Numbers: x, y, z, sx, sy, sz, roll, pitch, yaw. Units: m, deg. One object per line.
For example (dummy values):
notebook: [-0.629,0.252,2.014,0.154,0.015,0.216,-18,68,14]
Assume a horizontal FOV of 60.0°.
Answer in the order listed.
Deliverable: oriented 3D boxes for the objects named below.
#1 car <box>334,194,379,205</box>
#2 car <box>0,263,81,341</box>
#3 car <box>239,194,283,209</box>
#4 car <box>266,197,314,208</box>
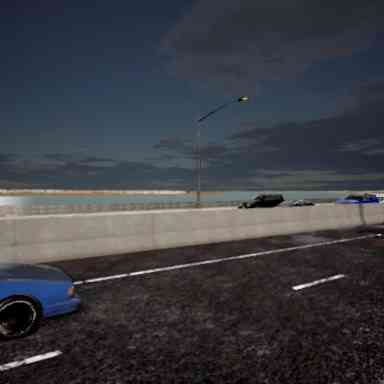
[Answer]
car: [16.184,1.173,32.642,5.566,2.045,2.150,0,0,-35]
car: [-4.520,1.569,4.804,5.357,1.411,2.033,0,0,-36]
car: [7.501,1.211,35.096,5.566,2.045,2.150,0,0,-35]
car: [9.936,1.469,32.526,4.902,1.511,2.128,0,0,-35]
